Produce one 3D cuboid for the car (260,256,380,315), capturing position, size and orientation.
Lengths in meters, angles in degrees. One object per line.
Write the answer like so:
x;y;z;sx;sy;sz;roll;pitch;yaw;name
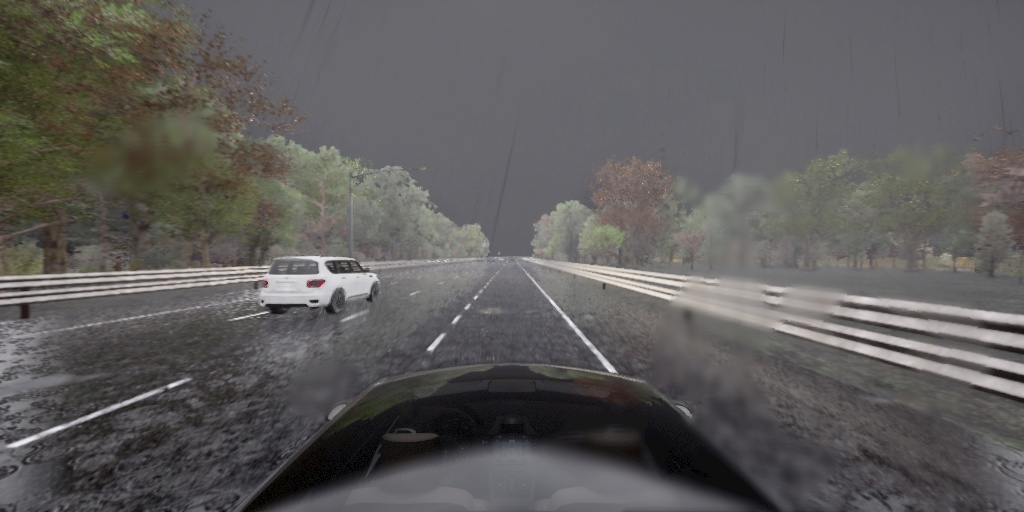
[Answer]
-6.997;1.032;13.798;2.150;2.045;5.566;0;0;0;car
